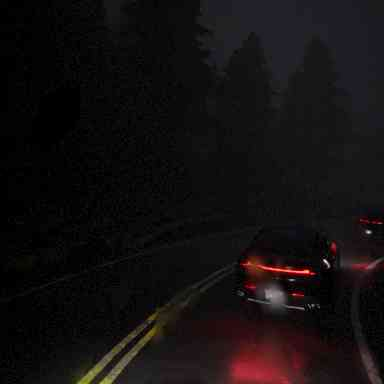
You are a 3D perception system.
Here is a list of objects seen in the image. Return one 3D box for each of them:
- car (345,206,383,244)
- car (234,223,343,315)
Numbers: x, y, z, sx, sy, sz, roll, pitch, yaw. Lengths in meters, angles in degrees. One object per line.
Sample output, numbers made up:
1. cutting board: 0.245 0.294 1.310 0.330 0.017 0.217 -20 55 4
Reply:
1. car: 9.477 1.407 15.341 4.892 1.490 1.837 -1 5 -33
2. car: 2.426 1.502 7.848 1.837 1.490 4.892 2 1 25
